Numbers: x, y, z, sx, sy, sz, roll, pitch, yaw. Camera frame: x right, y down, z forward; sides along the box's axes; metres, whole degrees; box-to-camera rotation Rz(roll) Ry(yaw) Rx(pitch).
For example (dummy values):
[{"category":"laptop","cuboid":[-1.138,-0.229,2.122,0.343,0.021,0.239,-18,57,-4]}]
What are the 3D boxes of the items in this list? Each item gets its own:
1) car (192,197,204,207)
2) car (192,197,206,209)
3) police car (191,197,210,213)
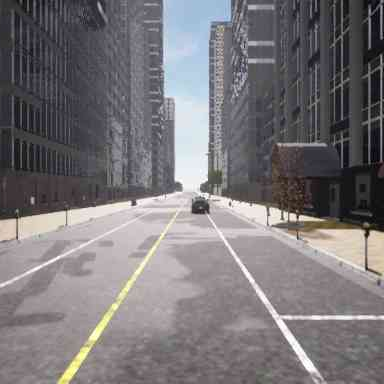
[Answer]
[{"category":"car","cuboid":[0.900,1.508,52.486,1.837,1.490,4.892,0,0,0]},{"category":"car","cuboid":[0.899,1.504,46.486,1.837,1.490,4.892,0,0,0]},{"category":"police car","cuboid":[0.900,1.398,36.595,1.930,1.638,5.238,0,0,0]}]
